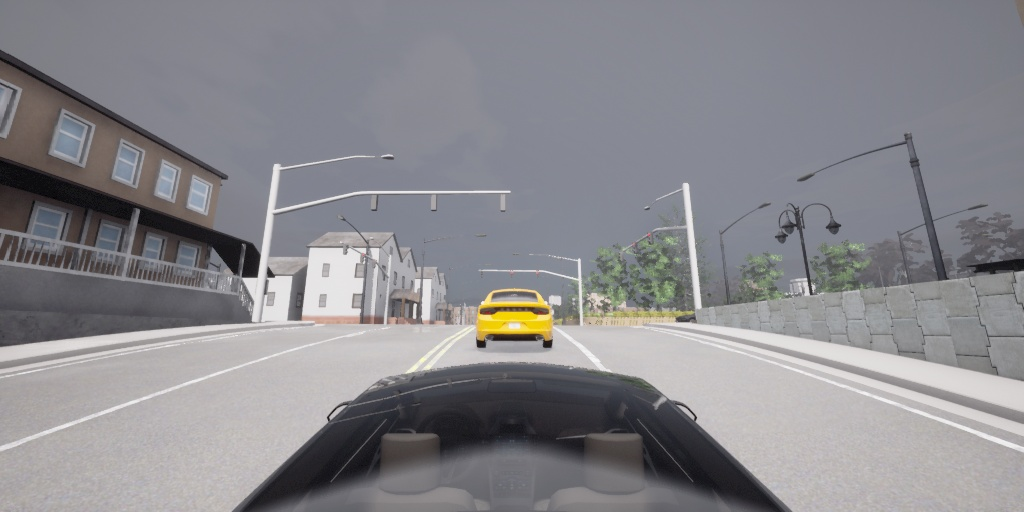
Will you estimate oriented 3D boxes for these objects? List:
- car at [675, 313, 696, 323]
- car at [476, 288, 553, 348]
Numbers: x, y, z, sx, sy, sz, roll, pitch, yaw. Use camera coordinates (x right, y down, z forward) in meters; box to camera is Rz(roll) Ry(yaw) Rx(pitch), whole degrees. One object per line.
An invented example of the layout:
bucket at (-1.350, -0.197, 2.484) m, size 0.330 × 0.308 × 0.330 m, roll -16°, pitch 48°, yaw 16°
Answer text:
car at (16.484, 5.262, 30.398) m, size 5.008 × 1.535 × 1.882 m, roll 0°, pitch -12°, yaw 1°
car at (0.068, 1.723, 10.549) m, size 1.882 × 1.535 × 5.008 m, roll 0°, pitch -7°, yaw 0°
